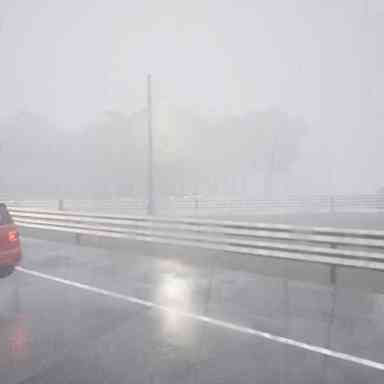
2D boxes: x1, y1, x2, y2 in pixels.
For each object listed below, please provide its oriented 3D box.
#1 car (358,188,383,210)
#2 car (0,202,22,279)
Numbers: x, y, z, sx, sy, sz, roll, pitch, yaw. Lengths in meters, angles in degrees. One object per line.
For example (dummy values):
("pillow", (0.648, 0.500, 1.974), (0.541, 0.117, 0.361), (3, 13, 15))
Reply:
("car", (18.394, 0.531, 30.776), (5.566, 2.045, 2.150), (-1, 0, -6))
("car", (-6.671, 1.188, 8.712), (5.566, 2.045, 2.150), (0, 0, 36))
